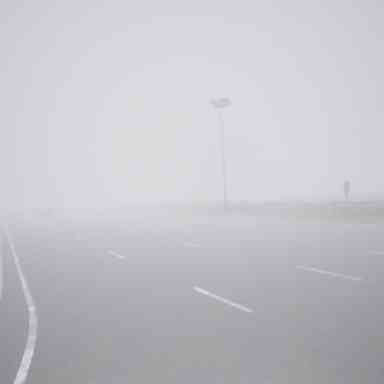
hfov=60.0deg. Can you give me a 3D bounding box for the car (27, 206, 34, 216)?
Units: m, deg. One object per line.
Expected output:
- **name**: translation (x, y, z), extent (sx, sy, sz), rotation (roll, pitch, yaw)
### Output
- **car**: translation (-28.357, 3.498, 60.571), extent (1.812, 1.442, 4.674), rotation (-2, -1, -30)

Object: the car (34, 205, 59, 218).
- **car**: translation (-21.522, 3.019, 48.996), extent (2.128, 1.511, 4.902), rotation (-2, -1, -30)

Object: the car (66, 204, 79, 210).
- **car**: translation (-30.615, 3.868, 85.147), extent (2.033, 1.411, 5.357), rotation (-2, -1, -30)

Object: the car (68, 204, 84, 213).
- **car**: translation (-22.264, 3.272, 64.014), extent (1.994, 1.385, 4.181), rotation (-2, -1, -30)

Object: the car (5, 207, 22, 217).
- **car**: translation (-30.632, 3.545, 57.534), extent (2.128, 1.511, 4.902), rotation (-2, -1, -30)

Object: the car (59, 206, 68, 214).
- **car**: translation (-25.295, 3.348, 62.264), extent (2.128, 1.511, 4.902), rotation (-2, -1, -30)
